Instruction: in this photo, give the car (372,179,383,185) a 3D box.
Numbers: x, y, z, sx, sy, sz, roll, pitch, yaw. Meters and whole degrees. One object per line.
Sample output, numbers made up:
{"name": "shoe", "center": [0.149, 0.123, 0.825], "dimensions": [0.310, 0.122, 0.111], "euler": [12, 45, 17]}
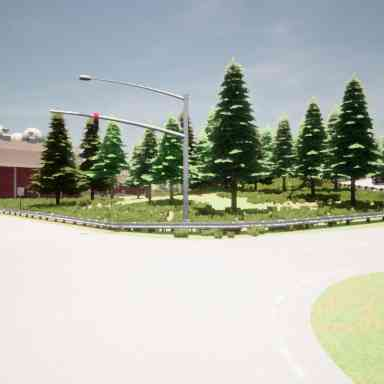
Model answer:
{"name": "car", "center": [29.087, -1.912, 51.437], "dimensions": [1.837, 1.490, 4.892], "euler": [0, 5, 21]}
